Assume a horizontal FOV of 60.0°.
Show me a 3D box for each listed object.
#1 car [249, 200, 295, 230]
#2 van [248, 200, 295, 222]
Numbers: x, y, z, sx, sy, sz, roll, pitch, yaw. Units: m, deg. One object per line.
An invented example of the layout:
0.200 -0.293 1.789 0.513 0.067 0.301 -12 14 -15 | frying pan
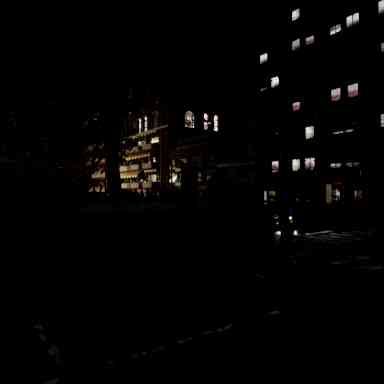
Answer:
4.918 1.601 23.421 2.097 1.767 4.553 0 -1 -36 | car
7.136 1.637 30.187 1.690 1.788 3.998 -1 0 -36 | van
